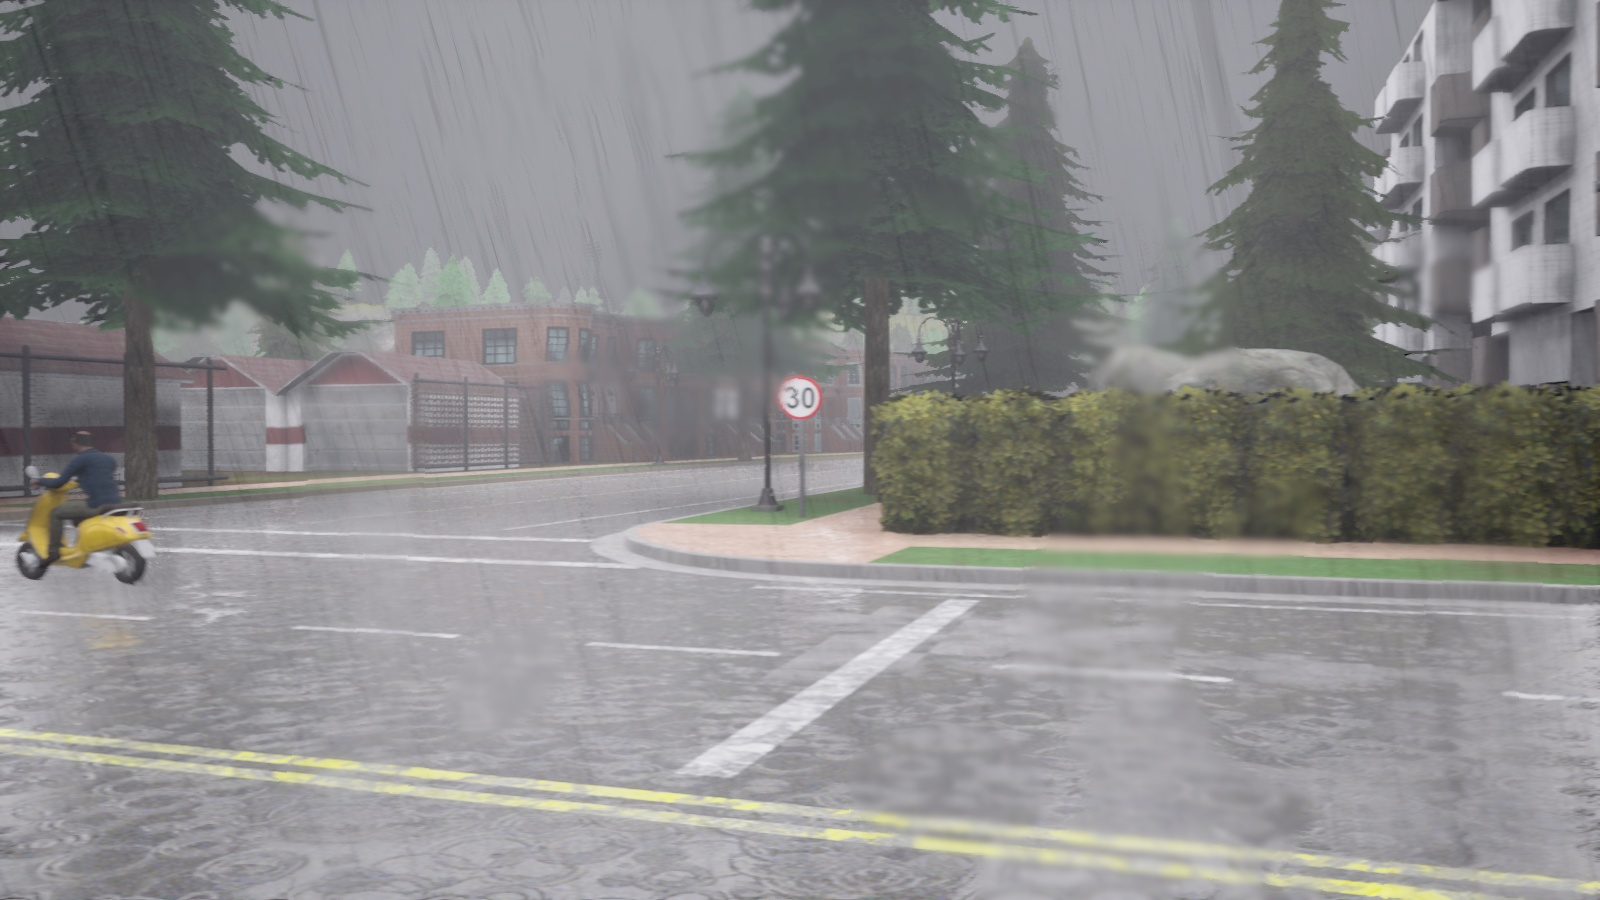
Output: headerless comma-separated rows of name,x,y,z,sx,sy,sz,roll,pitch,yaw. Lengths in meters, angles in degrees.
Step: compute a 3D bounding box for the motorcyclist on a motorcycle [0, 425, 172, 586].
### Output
motorcyclist on a motorcycle,-7.634,0.541,13.145,1.817,1.590,0.866,1,1,19
